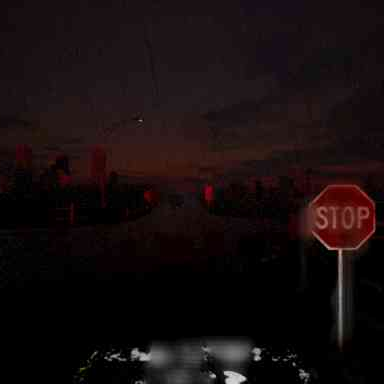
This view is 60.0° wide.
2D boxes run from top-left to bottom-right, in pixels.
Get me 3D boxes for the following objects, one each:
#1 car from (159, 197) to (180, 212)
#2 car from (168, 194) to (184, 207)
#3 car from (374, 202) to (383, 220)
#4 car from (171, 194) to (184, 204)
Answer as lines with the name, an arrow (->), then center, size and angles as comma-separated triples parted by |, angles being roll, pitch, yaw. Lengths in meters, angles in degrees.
car -> -2.826, 1.603, 39.742 | 2.033, 1.411, 5.357 | 0, 0, 0
car -> -2.823, 1.306, 51.311 | 2.150, 2.045, 5.566 | 0, 0, 0
car -> 15.596, 1.665, 28.981 | 4.553, 1.767, 2.097 | 1, -1, -20
car -> -2.766, 1.350, 65.556 | 2.150, 2.045, 5.566 | 0, -1, 1
